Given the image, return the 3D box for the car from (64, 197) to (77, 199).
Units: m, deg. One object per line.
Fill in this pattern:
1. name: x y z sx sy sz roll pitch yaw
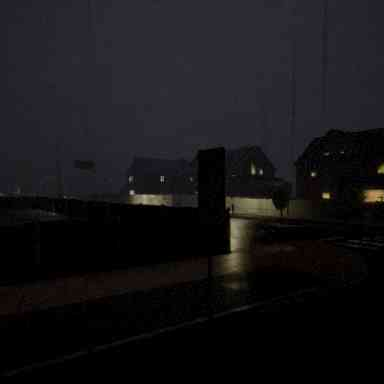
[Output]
1. car: -17.413 1.330 47.756 1.895 1.301 4.718 0 0 -36
